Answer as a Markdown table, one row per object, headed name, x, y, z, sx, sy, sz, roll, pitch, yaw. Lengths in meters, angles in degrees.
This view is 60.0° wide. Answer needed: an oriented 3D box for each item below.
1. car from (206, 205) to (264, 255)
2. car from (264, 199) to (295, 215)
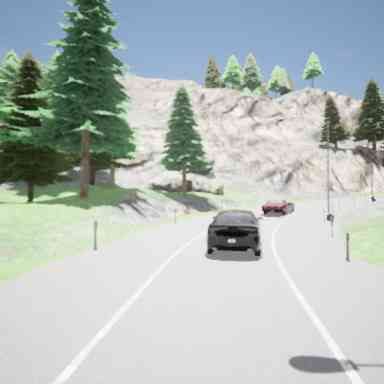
| name | x | y | z | sx | sy | sz | roll | pitch | yaw |
| --- | --- | --- | --- | --- | --- | --- | --- | --- | --- |
| car | 1.776 | 1.421 | 13.261 | 1.882 | 1.535 | 5.008 | 0 | 1 | 11 |
| car | 7.667 | 1.253 | 29.190 | 1.895 | 1.301 | 4.718 | -1 | 1 | 29 |
